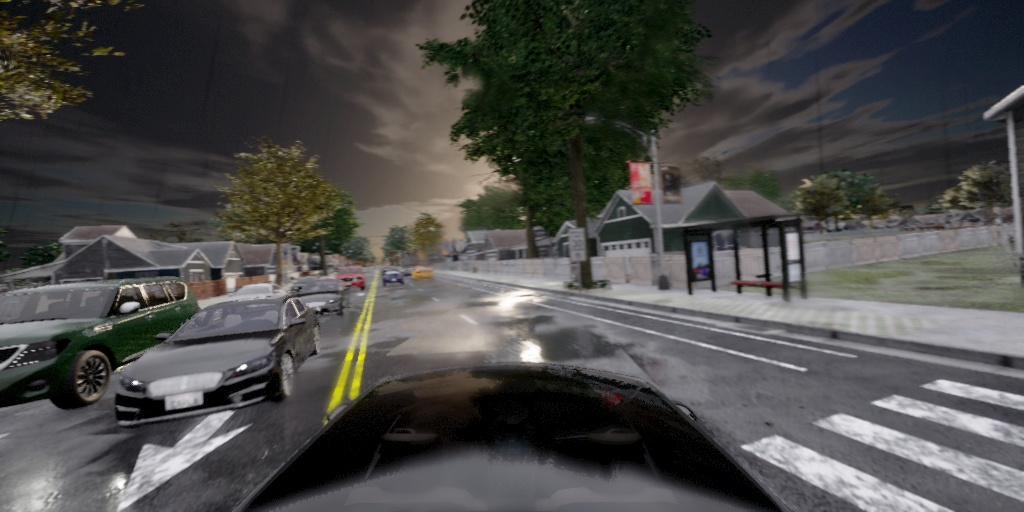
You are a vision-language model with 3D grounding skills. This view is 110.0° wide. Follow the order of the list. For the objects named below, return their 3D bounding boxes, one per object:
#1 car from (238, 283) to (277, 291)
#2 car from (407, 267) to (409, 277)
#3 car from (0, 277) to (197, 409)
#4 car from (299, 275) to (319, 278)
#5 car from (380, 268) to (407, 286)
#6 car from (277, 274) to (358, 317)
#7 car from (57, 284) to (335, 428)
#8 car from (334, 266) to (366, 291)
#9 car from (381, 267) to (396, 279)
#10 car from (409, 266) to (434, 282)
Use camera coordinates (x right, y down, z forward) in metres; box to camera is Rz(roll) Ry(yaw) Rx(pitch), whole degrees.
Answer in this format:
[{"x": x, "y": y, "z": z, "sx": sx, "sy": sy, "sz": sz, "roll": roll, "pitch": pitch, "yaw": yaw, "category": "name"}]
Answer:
[{"x": -12.260, "y": 2.082, "z": 17.342, "sx": 1.812, "sy": 1.442, "sz": 4.674, "roll": -4, "pitch": 0, "yaw": -20, "category": "car"}, {"x": -14.547, "y": 2.283, "z": 52.109, "sx": 1.994, "sy": 1.385, "sz": 4.181, "roll": -4, "pitch": 0, "yaw": -20, "category": "car"}, {"x": -8.529, "y": 1.530, "z": 7.186, "sx": 2.150, "sy": 2.045, "sz": 5.566, "roll": -4, "pitch": 0, "yaw": -20, "category": "car"}, {"x": -16.743, "y": 2.356, "z": 29.566, "sx": 1.837, "sy": 1.490, "sz": 4.892, "roll": -4, "pitch": 1, "yaw": -20, "category": "car"}, {"x": -11.709, "y": 2.054, "z": 35.185, "sx": 1.812, "sy": 1.442, "sz": 4.674, "roll": -4, "pitch": 0, "yaw": -20, "category": "car"}, {"x": -8.125, "y": 1.778, "z": 15.515, "sx": 2.128, "sy": 1.511, "sz": 4.902, "roll": -4, "pitch": 0, "yaw": -20, "category": "car"}, {"x": -4.869, "y": 1.561, "z": 6.680, "sx": 2.128, "sy": 1.511, "sz": 4.902, "roll": -4, "pitch": 0, "yaw": -20, "category": "car"}, {"x": -13.551, "y": 1.867, "z": 30.208, "sx": 2.150, "sy": 2.045, "sz": 5.566, "roll": -4, "pitch": 0, "yaw": -20, "category": "car"}, {"x": -17.958, "y": 2.448, "z": 52.116, "sx": 1.837, "sy": 1.490, "sz": 4.892, "roll": -4, "pitch": 0, "yaw": -20, "category": "car"}, {"x": -9.650, "y": 1.874, "z": 38.804, "sx": 1.882, "sy": 1.535, "sz": 5.008, "roll": -4, "pitch": 0, "yaw": -20, "category": "car"}]
